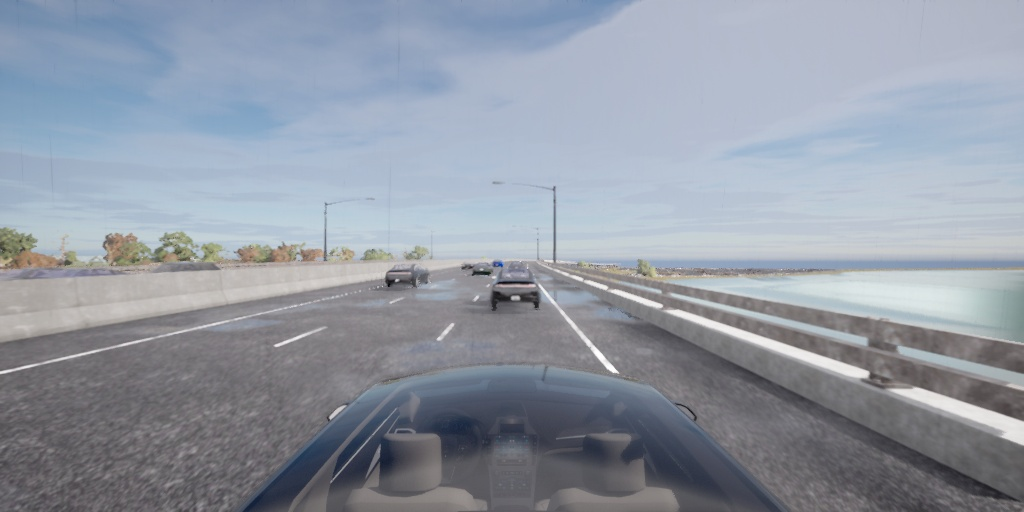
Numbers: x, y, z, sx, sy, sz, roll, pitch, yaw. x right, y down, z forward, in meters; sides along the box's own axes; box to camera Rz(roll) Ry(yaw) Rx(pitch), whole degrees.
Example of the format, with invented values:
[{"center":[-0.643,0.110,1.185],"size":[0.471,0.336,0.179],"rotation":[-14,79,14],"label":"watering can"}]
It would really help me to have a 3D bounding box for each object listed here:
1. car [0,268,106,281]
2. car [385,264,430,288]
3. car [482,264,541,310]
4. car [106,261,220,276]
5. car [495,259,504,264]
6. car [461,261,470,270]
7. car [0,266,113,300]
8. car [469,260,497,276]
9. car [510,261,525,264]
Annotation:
[{"center":[-21.035,1.312,17.400],"size":[2.033,1.411,5.357],"rotation":[0,0,0],"label":"car"},{"center":[-6.772,1.257,23.694],"size":[2.128,1.511,4.902],"rotation":[0,0,1],"label":"car"},{"center":[0.145,1.248,14.850],"size":[2.128,1.511,4.902],"rotation":[0,0,0],"label":"car"},{"center":[-17.516,1.117,18.796],"size":[2.097,1.767,4.553],"rotation":[0,0,1],"label":"car"},{"center":[-2.389,1.311,61.917],"size":[1.882,1.535,5.008],"rotation":[0,-1,2],"label":"car"},{"center":[-6.177,1.415,53.064],"size":[1.895,1.301,4.718],"rotation":[0,0,2],"label":"car"},{"center":[-24.528,1.315,18.447],"size":[2.033,1.411,5.357],"rotation":[0,0,1],"label":"car"},{"center":[-3.032,1.350,38.351],"size":[1.994,1.385,4.181],"rotation":[0,0,1],"label":"car"},{"center":[0.634,1.361,45.641],"size":[1.994,1.385,4.181],"rotation":[0,0,1],"label":"car"}]
